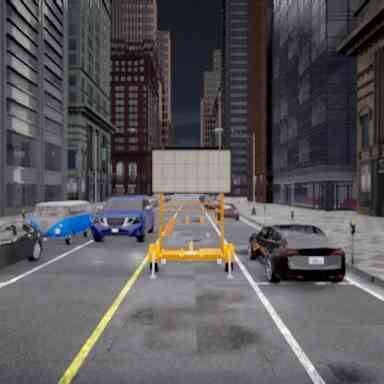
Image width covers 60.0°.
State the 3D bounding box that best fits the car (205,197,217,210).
[{"bbox_3d":[2.699,1.525,37.610,1.802,1.307,4.206,0,0,0],"label":"car"}]

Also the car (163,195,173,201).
[{"bbox_3d":[-5.902,1.459,82.683,2.008,1.369,4.403,0,0,0],"label":"car"}]

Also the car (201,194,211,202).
[{"bbox_3d":[2.680,1.370,48.882,1.967,1.590,4.097,0,0,0],"label":"car"}]

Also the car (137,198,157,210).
[{"bbox_3d":[-5.835,1.487,43.226,2.008,1.369,4.403,0,0,0],"label":"car"}]

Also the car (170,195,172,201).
[{"bbox_3d":[-5.883,1.478,71.409,1.947,1.339,4.313,0,0,0],"label":"car"}]

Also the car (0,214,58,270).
[{"bbox_3d":[-5.778,1.535,9.406,2.008,1.369,4.403,0,0,0],"label":"car"}]

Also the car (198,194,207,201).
[{"bbox_3d":[2.622,1.348,82.698,1.967,1.590,4.097,0,0,0],"label":"car"}]

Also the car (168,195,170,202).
[{"bbox_3d":[-5.873,1.498,65.773,1.802,1.307,4.206,0,0,0],"label":"car"}]

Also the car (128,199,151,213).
[{"bbox_3d":[-5.826,1.509,37.590,1.947,1.339,4.313,0,0,0],"label":"car"}]

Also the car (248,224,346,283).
[{"bbox_3d":[2.747,1.550,9.428,1.947,1.339,4.313,0,0,0],"label":"car"}]

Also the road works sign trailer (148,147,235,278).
[{"bbox_3d":[-0.014,0.447,10.029,2.380,3.560,2.880,0,0,0],"label":"road works sign trailer"}]

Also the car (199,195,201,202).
[{"bbox_3d":[2.660,1.234,60.153,2.192,1.841,5.009,0,0,0],"label":"car"}]

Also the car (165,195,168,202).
[{"bbox_3d":[-5.864,1.445,59.966,1.752,1.417,4.829,0,0,0],"label":"car"}]

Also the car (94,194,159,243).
[{"bbox_3d":[-3.125,1.195,16.223,2.150,2.045,5.566,0,0,0],"label":"car"}]

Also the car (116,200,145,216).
[{"bbox_3d":[-5.816,1.517,31.953,1.947,1.339,4.313,0,0,0],"label":"car"}]

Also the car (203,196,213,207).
[{"bbox_3d":[2.690,1.518,43.246,1.802,1.307,4.206,0,0,0],"label":"car"}]

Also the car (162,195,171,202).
[{"bbox_3d":[-5.893,1.476,77.046,1.947,1.339,4.313,0,0,0],"label":"car"}]

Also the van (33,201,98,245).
[{"bbox_3d":[-5.789,1.317,15.043,1.690,1.788,3.998,0,0,0],"label":"van"}]

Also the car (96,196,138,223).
[{"bbox_3d":[-5.808,1.274,26.316,2.192,1.841,5.009,0,0,0],"label":"car"}]

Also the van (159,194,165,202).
[{"bbox_3d":[-5.855,1.265,54.500,1.690,1.788,3.998,0,0,0],"label":"van"}]

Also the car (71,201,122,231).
[{"bbox_3d":[-5.798,1.407,20.679,1.967,1.590,4.097,0,0,0],"label":"car"}]

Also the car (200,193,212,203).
[{"bbox_3d":[2.650,1.231,65.790,2.192,1.841,5.009,0,0,0],"label":"car"}]

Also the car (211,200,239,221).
[{"bbox_3d":[2.718,1.541,26.337,1.802,1.307,4.206,0,0,0],"label":"car"}]
